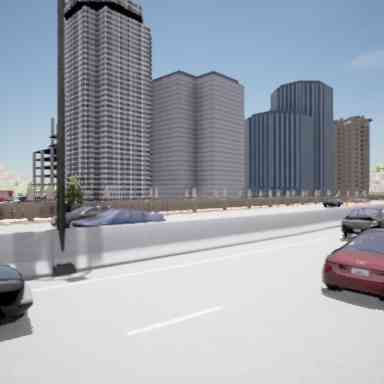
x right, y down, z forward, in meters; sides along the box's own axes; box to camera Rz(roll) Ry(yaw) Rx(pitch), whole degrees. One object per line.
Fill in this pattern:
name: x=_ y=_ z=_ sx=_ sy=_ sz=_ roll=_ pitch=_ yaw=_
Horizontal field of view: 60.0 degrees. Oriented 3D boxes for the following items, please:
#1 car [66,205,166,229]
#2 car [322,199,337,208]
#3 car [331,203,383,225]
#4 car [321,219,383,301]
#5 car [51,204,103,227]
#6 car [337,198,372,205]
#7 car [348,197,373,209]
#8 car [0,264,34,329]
car: x=-3.988 y=1.618 z=18.906 sx=5.357 sy=1.411 sz=2.033 roll=0 pitch=0 yaw=-41
car: x=21.509 y=1.712 z=50.264 sx=1.895 sy=1.301 sz=4.718 roll=0 pitch=0 yaw=44
car: x=9.189 y=1.525 z=16.743 sx=4.902 sy=1.511 sz=2.128 roll=0 pitch=0 yaw=-45
car: x=4.916 y=1.580 z=8.001 sx=4.181 sy=1.385 sz=1.994 roll=0 pitch=0 yaw=-40
car: x=-6.459 y=1.588 z=21.457 sx=4.892 sy=1.490 sz=1.837 roll=0 pitch=0 yaw=-41
car: x=17.980 y=1.427 z=36.340 sx=2.097 sy=1.767 sz=4.553 roll=0 pitch=0 yaw=43
car: x=24.563 y=1.576 z=48.401 sx=1.882 sy=1.535 sz=5.008 roll=0 pitch=0 yaw=44
car: x=-4.892 y=1.628 z=4.689 sx=4.718 sy=1.301 sz=1.895 roll=0 pitch=0 yaw=-35
